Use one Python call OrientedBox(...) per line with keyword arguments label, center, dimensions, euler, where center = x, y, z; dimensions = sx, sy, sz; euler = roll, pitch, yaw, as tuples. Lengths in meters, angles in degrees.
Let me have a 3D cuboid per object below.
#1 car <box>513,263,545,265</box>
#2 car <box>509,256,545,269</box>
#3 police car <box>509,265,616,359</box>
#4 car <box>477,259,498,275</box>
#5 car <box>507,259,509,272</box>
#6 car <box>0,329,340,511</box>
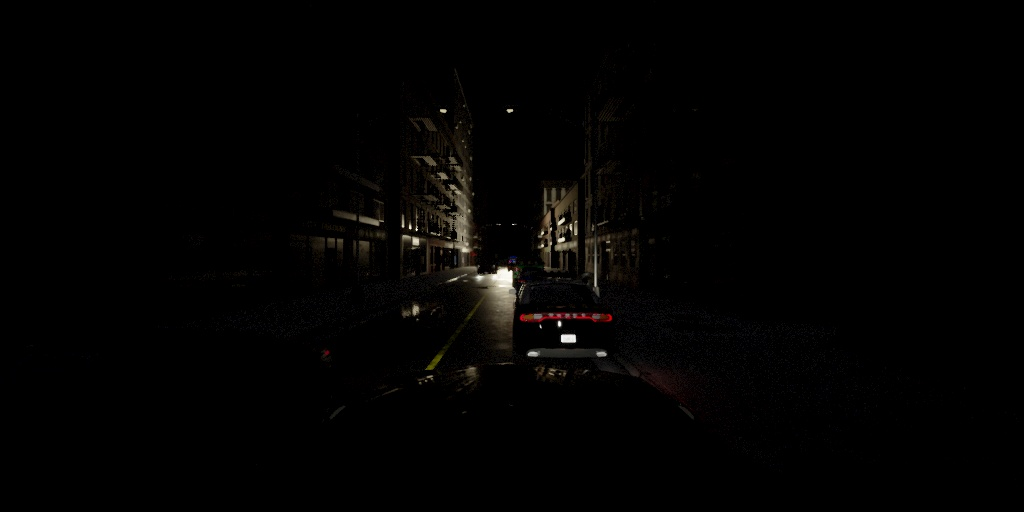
OrientedBox(label="car", center=(1.041, 1.284, 18.460), dimensions=(1.812, 1.442, 4.674), euler=(0, 0, 0))
OrientedBox(label="car", center=(1.089, 0.991, 24.490), dimensions=(2.150, 2.045, 5.566), euler=(0, 0, 0))
OrientedBox(label="police car", center=(0.963, 1.176, 8.569), dimensions=(1.930, 1.638, 5.238), euler=(0, 0, 0))
OrientedBox(label="car", center=(-2.692, 1.158, 39.813), dimensions=(2.097, 1.767, 4.553), euler=(0, 0, 0))
OrientedBox(label="car", center=(0.393, 1.432, 47.056), dimensions=(1.895, 1.301, 4.718), euler=(0, 0, 1))
OrientedBox(label="car", center=(-3.085, 1.314, 2.640), dimensions=(1.994, 1.385, 4.181), euler=(0, 0, 0))
